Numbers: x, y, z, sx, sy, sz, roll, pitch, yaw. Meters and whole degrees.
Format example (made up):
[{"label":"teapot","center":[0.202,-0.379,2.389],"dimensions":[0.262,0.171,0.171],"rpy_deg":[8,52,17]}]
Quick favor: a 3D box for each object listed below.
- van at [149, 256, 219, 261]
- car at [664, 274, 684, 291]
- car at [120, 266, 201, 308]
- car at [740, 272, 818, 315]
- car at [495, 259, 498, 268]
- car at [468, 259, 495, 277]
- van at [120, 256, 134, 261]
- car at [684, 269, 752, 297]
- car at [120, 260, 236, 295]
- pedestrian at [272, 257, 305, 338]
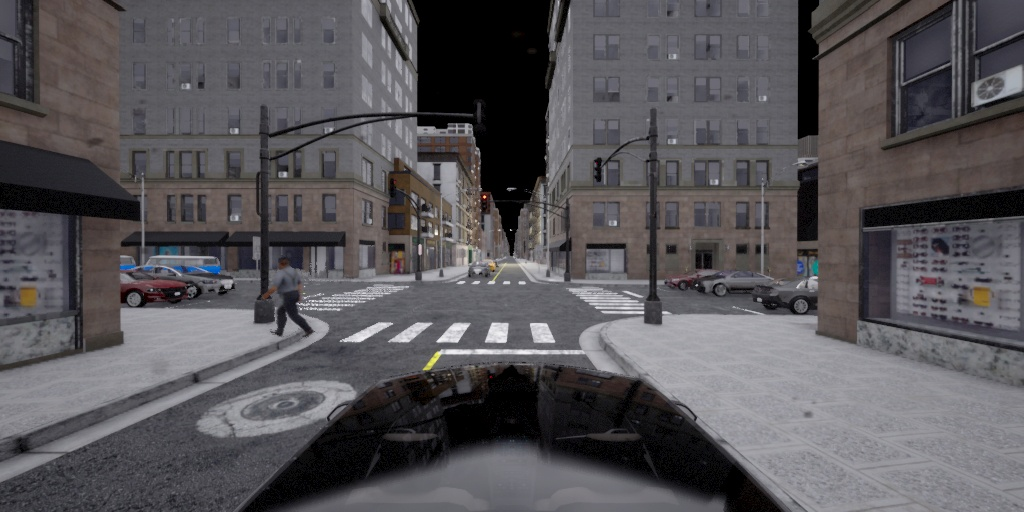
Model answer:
[{"label":"van","center":[-20.607,0.883,22.401],"dimensions":[3.998,1.789,1.690],"rpy_deg":[0,0,0]},{"label":"car","center":[11.647,1.440,22.175],"dimensions":[4.207,1.307,1.802],"rpy_deg":[0,0,0]},{"label":"car","center":[-15.148,1.188,13.831],"dimensions":[4.507,1.381,1.888],"rpy_deg":[0,0,0]},{"label":"car","center":[11.615,1.456,13.649],"dimensions":[4.403,1.370,2.007],"rpy_deg":[0,0,0]},{"label":"car","center":[-3.110,1.190,44.728],"dimensions":[1.882,1.535,5.008],"rpy_deg":[0,0,0]},{"label":"car","center":[-3.103,1.217,34.645],"dimensions":[2.128,1.511,4.902],"rpy_deg":[0,0,0]},{"label":"van","center":[-26.098,0.830,22.439],"dimensions":[3.998,1.789,1.690],"rpy_deg":[0,0,0]},{"label":"car","center":[12.100,1.441,19.600],"dimensions":[4.181,1.385,1.994],"rpy_deg":[1,0,0]},{"label":"car","center":[-15.566,1.115,16.586],"dimensions":[4.902,1.511,2.128],"rpy_deg":[1,0,0]},{"label":"pedestrian","center":[-4.974,0.886,7.979],"dimensions":[0.375,1.860,0.375],"rpy_deg":[0,0,0]}]
